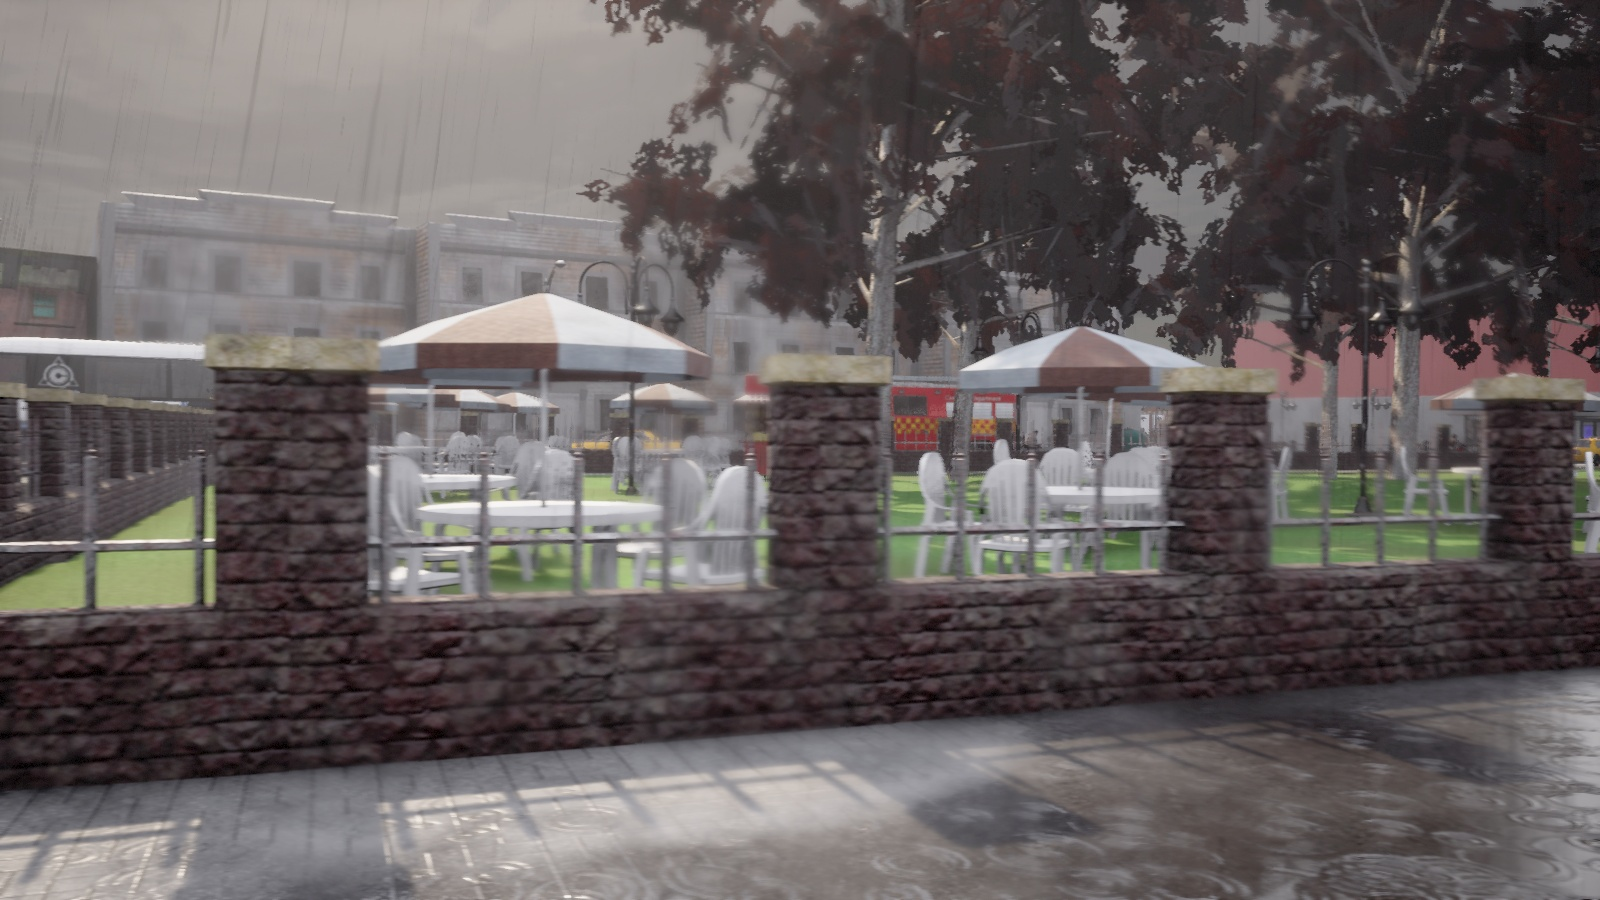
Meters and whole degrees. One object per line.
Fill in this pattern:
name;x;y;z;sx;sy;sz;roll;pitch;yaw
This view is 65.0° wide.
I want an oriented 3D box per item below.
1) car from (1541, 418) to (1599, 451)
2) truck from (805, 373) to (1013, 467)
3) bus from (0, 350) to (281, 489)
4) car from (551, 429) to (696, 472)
car;40.016;-0.795;63.134;5.366;1.575;1.801;-1;1;-21
truck;4.709;-1.325;53.962;8.468;3.827;2.891;-1;1;-21
bus;-23.184;-1.010;41.839;10.273;4.253;3.944;-1;1;-33
car;-6.967;-0.007;49.523;5.366;1.575;1.801;-1;1;-21
